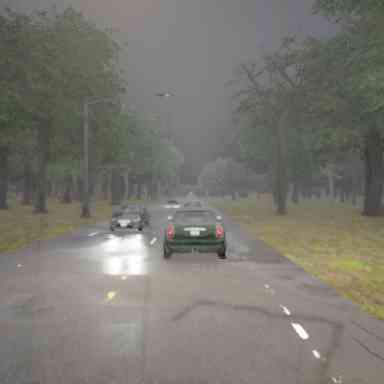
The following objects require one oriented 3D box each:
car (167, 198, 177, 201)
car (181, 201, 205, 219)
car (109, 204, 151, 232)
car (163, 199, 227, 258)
[{"bbox_3d":[-3.552,1.696,60.522,1.895,1.301,4.718,0,0,1],"label":"car"},{"bbox_3d":[0.091,1.571,29.920,1.994,1.385,4.181,0,0,0],"label":"car"},{"bbox_3d":[-3.605,1.477,20.057,2.128,1.511,4.902,0,0,0],"label":"car"},{"bbox_3d":[0.095,1.334,12.777,2.097,1.767,4.553,0,0,0],"label":"car"}]
